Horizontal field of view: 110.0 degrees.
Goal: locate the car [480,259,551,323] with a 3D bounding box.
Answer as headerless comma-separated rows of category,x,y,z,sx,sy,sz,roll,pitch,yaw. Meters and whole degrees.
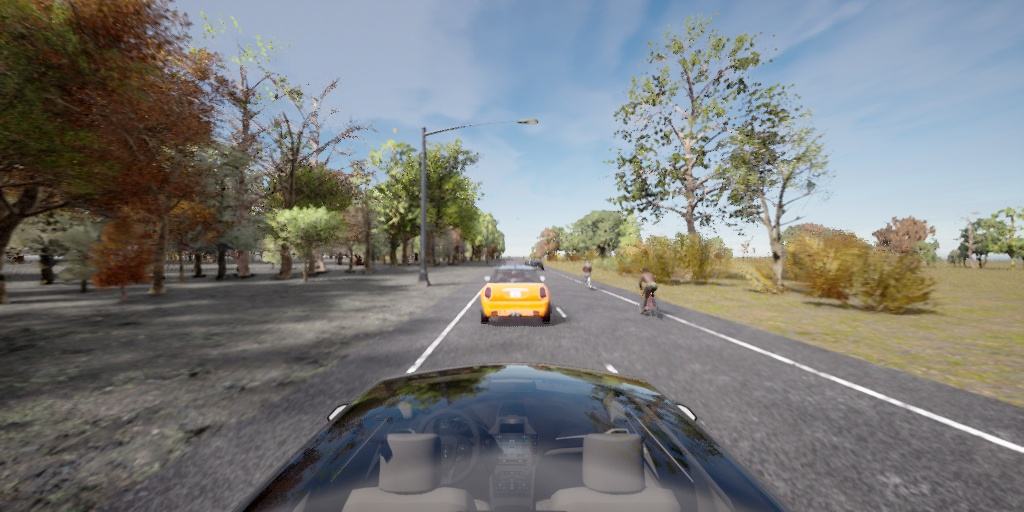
car,0.099,1.110,12.325,2.097,1.767,4.553,0,0,0

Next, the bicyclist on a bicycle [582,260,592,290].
bicyclist on a bicycle,4.465,1.135,21.428,0.659,1.776,1.843,0,0,0

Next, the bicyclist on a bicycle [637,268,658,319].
bicyclist on a bicycle,4.466,1.210,11.826,0.582,1.620,1.656,0,0,0

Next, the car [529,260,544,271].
car,3.597,1.293,52.729,1.837,1.490,4.892,0,0,0
